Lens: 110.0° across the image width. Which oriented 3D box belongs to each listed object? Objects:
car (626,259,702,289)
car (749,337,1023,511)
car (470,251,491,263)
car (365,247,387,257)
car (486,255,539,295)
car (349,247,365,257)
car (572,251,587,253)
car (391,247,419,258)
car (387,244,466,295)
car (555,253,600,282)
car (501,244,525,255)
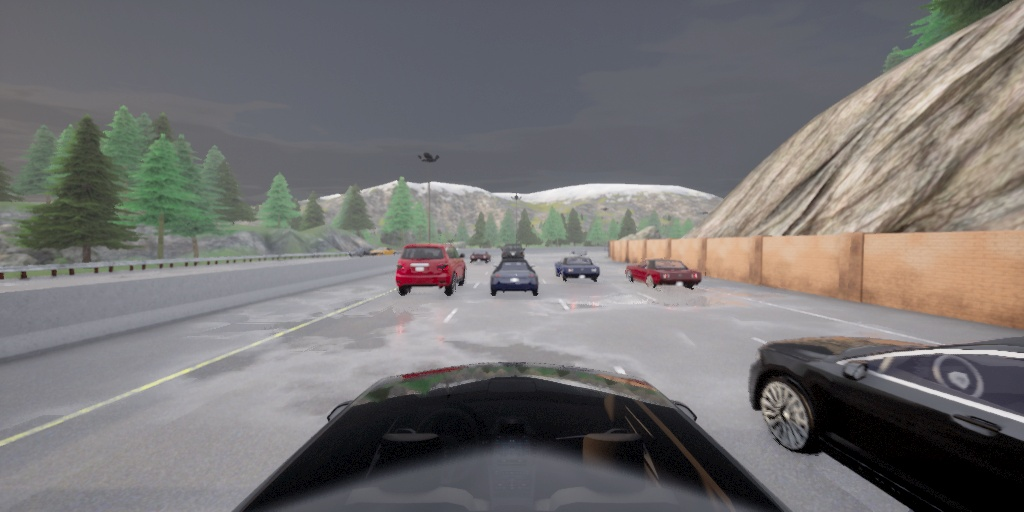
[{"bbox_3d":[7.098,0.804,17.400,1.895,1.301,4.718,0,2,0],"label":"car"},{"bbox_3d":[3.600,1.229,2.075,2.128,1.511,4.902,0,2,0],"label":"car"},{"bbox_3d":[-3.295,0.060,38.767,1.895,1.301,4.718,0,2,2],"label":"car"},{"bbox_3d":[-19.355,-0.586,53.838,1.882,1.535,5.008,0,2,11],"label":"car"},{"bbox_3d":[0.097,0.822,15.832,1.994,1.385,4.181,0,2,0],"label":"car"},{"bbox_3d":[-22.770,-0.599,54.619,2.128,1.511,4.902,0,2,11],"label":"car"},{"bbox_3d":[7.210,0.052,38.986,1.895,1.301,4.718,0,2,2],"label":"car"},{"bbox_3d":[-15.880,-0.559,53.396,1.882,1.535,5.008,0,2,11],"label":"car"},{"bbox_3d":[-3.403,0.476,15.913,2.150,2.045,5.566,0,2,0],"label":"car"},{"bbox_3d":[3.595,0.692,20.621,1.895,1.301,4.718,0,2,0],"label":"car"},{"bbox_3d":[0.106,-0.183,34.842,2.150,2.045,5.566,0,2,0],"label":"car"}]
